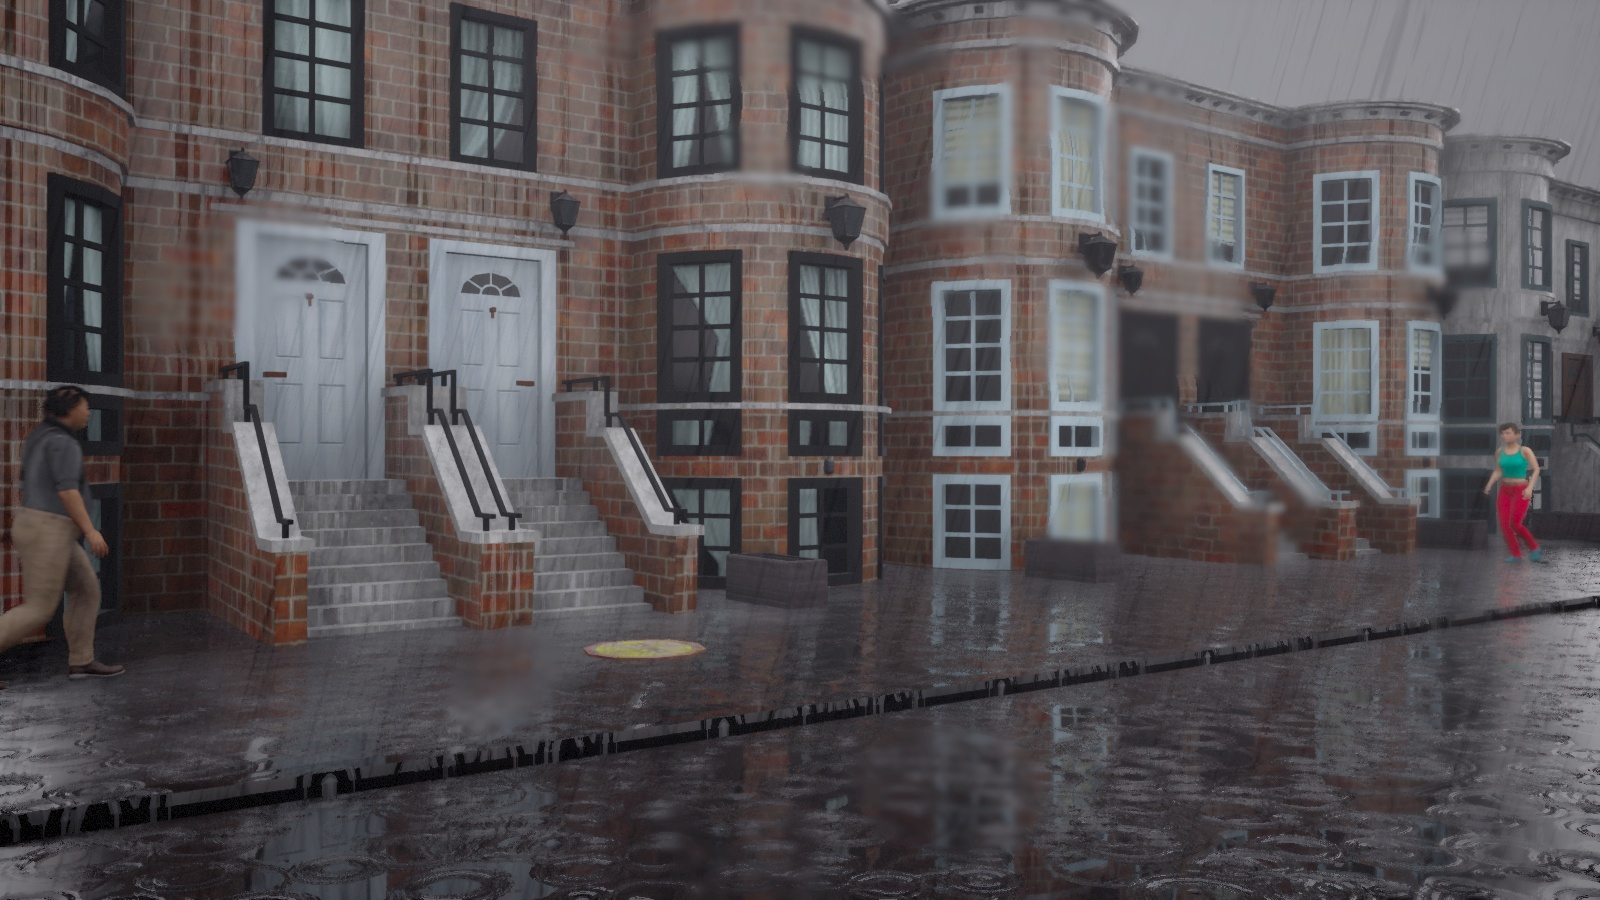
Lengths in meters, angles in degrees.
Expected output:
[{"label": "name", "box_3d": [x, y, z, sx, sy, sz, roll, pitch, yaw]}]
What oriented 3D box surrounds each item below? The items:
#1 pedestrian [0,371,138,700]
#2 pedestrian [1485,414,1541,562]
[{"label": "pedestrian", "box_3d": [-4.384, 0.482, 7.486, 0.694, 1.848, 0.540, 0, 0, -37]}, {"label": "pedestrian", "box_3d": [9.030, 0.474, 15.899, 0.594, 1.836, 0.345, 0, 0, -27]}]
